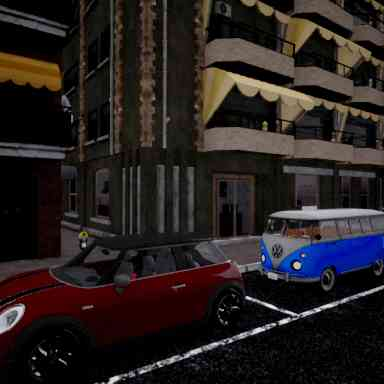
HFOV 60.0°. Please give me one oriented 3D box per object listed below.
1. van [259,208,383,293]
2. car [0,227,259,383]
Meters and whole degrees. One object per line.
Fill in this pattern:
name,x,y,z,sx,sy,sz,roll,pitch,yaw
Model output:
van,3.500,1.343,8.584,3.998,1.788,1.690,0,0,-35
car,-1.134,1.440,5.283,4.097,1.590,1.967,0,0,-35
